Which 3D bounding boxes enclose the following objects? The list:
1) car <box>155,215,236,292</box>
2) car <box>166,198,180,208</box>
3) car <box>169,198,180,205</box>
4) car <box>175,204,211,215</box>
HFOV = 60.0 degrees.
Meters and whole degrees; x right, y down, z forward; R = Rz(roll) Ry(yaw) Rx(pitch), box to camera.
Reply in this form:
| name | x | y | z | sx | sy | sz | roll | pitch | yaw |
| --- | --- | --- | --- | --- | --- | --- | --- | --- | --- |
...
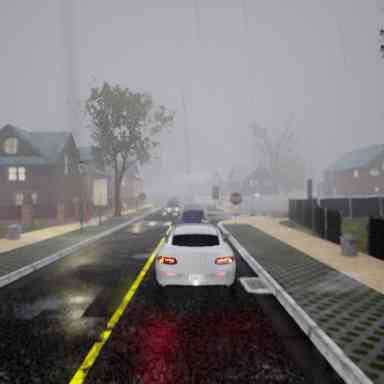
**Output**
| name | x | y | z | sx | sy | sz | roll | pitch | yaw |
| --- | --- | --- | --- | --- | --- | --- | --- | --- | --- |
| car | 0.084 | 1.574 | 8.975 | 1.812 | 1.442 | 4.674 | 0 | 0 | 0 |
| car | -2.940 | 1.805 | 52.239 | 1.994 | 1.385 | 4.181 | 0 | 0 | 0 |
| car | -3.571 | 1.875 | 67.568 | 1.812 | 1.442 | 4.674 | 0 | -1 | -9 |
| car | 0.120 | 1.623 | 19.112 | 1.812 | 1.442 | 4.674 | 0 | 0 | 2 |
